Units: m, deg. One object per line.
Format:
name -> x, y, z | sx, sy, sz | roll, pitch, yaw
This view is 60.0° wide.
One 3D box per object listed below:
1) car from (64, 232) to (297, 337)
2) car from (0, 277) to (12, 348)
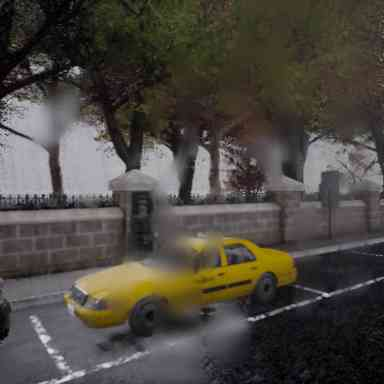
car -> 0.069, 1.521, 6.613 | 4.829, 1.417, 1.752 | 0, 0, -36
car -> -4.376, 1.553, 3.440 | 4.403, 1.369, 2.008 | 0, 0, -36
